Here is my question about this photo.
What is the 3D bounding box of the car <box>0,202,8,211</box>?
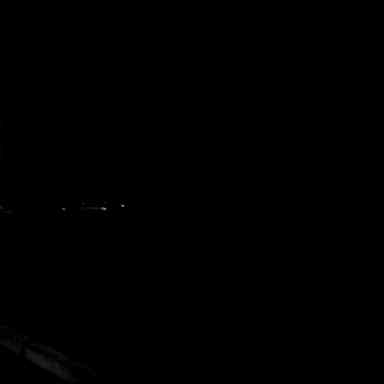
[{"bbox_3d":[-22.189,1.540,40.635,1.994,1.385,4.181,0,0,38],"label":"car"}]

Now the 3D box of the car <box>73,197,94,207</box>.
[{"bbox_3d":[-16.393,1.489,47.842,2.033,1.411,5.357,0,0,39],"label":"car"}]

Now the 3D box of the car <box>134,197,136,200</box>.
[{"bbox_3d":[-10.139,1.403,55.622,1.994,1.385,4.181,0,1,38],"label":"car"}]

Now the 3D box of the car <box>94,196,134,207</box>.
[{"bbox_3d":[-11.290,1.418,48.599,1.837,1.490,4.892,0,1,39],"label":"car"}]

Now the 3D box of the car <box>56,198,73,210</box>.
[{"bbox_3d":[-17.824,1.521,40.472,2.033,1.411,5.357,0,0,39],"label":"car"}]
